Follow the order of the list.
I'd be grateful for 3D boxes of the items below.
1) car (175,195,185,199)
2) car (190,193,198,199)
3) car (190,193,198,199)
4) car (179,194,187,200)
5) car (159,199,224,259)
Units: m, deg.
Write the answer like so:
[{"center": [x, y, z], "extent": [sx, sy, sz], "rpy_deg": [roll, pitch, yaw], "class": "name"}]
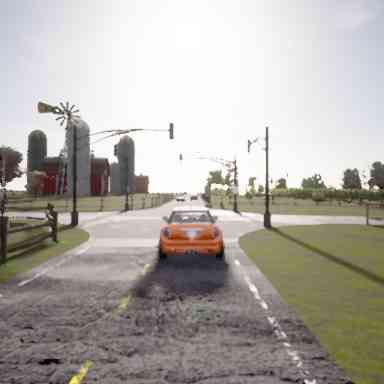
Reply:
[{"center": [-2.317, 1.282, 67.954], "extent": [2.033, 1.411, 5.357], "rpy_deg": [0, 0, 0], "class": "car"}, {"center": [0.616, 1.057, 89.497], "extent": [1.994, 1.385, 4.181], "rpy_deg": [0, 0, 0], "class": "car"}, {"center": [0.531, 1.219, 79.490], "extent": [1.812, 1.442, 4.674], "rpy_deg": [0, 0, 0], "class": "car"}, {"center": [-2.185, 1.225, 83.494], "extent": [1.994, 1.385, 4.181], "rpy_deg": [0, 0, 0], "class": "car"}, {"center": [-0.063, 1.300, 12.475], "extent": [2.097, 1.767, 4.553], "rpy_deg": [0, 0, -1], "class": "car"}]
